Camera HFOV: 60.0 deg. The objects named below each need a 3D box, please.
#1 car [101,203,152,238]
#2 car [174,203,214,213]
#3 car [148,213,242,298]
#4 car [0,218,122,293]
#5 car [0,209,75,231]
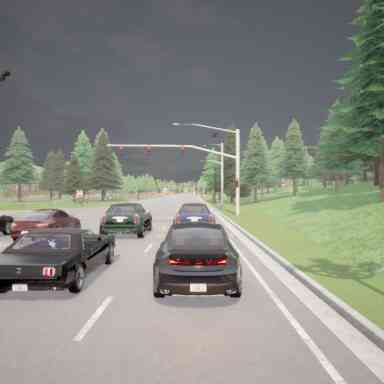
[{"bbox_3d":[-3.381,1.352,17.750,2.097,1.767,4.553,0,0,0],"label":"car"},{"bbox_3d":[0.118,1.352,17.606,2.097,1.767,4.553,0,0,0],"label":"car"},{"bbox_3d":[0.109,1.505,8.512,1.837,1.490,4.892,0,0,0],"label":"car"},{"bbox_3d":[-3.390,1.601,8.793,1.895,1.301,4.718,0,0,0],"label":"car"},{"bbox_3d":[-6.883,1.526,16.008,1.812,1.442,4.674,0,0,0],"label":"car"}]
